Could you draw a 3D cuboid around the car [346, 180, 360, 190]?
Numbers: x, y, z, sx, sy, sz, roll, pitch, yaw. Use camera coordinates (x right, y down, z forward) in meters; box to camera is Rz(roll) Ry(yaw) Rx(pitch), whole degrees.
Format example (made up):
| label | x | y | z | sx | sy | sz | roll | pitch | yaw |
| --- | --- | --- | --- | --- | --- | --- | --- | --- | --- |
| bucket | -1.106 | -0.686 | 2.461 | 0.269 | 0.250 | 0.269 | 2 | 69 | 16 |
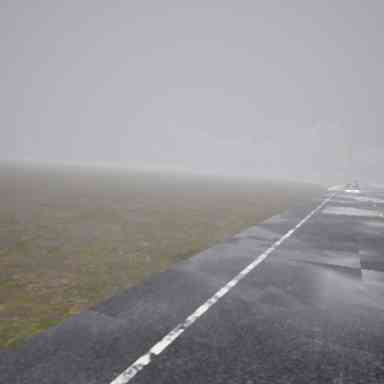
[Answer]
| label | x | y | z | sx | sy | sz | roll | pitch | yaw |
| --- | --- | --- | --- | --- | --- | --- | --- | --- | --- |
| car | 25.742 | -1.180 | 53.180 | 2.128 | 1.511 | 4.902 | 5 | 5 | 26 |
